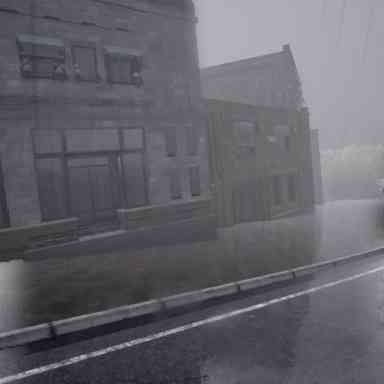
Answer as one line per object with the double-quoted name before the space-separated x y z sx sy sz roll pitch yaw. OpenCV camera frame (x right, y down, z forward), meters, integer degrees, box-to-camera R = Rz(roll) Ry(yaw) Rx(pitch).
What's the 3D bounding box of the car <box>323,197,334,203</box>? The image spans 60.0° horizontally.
"car" 30.120 1.760 74.814 1.994 1.385 4.181 -6 -1 -10
